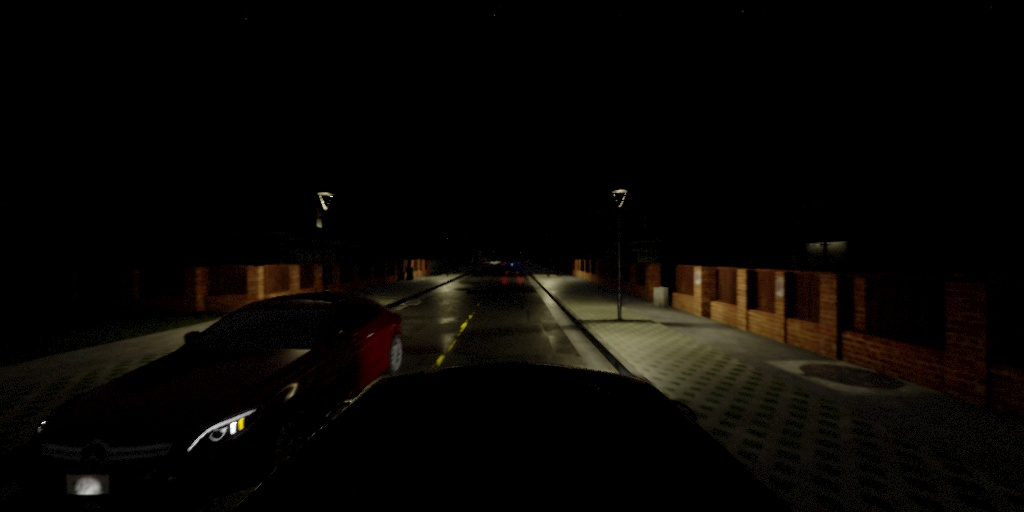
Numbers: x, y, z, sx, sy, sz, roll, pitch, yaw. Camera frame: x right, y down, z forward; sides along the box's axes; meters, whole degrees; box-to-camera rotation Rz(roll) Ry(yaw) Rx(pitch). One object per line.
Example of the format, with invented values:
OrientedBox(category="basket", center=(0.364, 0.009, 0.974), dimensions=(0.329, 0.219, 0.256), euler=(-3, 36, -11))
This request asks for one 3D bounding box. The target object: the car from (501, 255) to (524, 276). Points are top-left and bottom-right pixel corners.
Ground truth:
OrientedBox(category="car", center=(0.003, 0.915, 37.001), dimensions=(2.150, 2.045, 5.566), euler=(0, 0, 0))

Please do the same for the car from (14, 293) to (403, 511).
OrientedBox(category="car", center=(-2.835, 1.274, 4.733), dimensions=(1.812, 1.442, 4.674), euler=(0, 0, 0))
